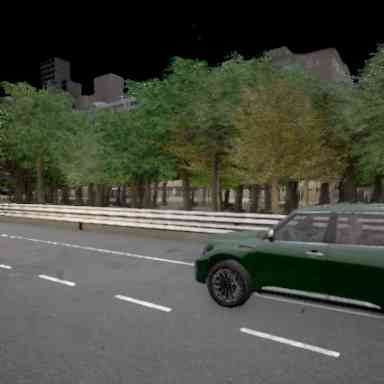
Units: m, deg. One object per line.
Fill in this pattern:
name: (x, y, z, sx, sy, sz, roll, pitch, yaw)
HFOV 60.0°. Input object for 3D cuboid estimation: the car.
car: (2.697, 1.223, 6.244, 5.566, 2.045, 2.150, 0, 0, 36)
